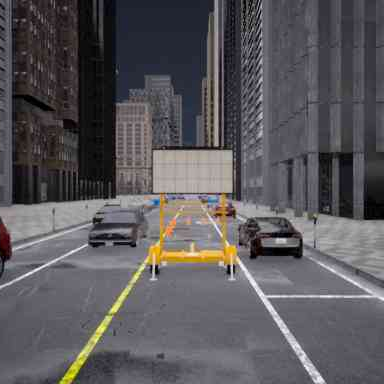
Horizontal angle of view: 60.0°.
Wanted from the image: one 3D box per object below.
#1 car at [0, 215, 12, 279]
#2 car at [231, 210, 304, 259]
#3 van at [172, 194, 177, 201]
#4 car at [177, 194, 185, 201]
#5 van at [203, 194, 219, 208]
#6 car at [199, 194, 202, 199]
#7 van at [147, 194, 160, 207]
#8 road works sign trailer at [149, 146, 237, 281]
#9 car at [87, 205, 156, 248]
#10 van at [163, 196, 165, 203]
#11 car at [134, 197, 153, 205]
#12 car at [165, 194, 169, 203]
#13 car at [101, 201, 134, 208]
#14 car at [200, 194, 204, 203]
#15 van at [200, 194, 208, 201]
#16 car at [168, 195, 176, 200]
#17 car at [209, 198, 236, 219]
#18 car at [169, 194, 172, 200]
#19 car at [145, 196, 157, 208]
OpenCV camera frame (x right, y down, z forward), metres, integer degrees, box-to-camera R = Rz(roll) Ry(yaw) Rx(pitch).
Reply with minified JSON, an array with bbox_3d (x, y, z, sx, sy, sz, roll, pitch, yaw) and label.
[{"bbox_3d":[-5.751,1.315,6.827,2.192,1.841,5.009,0,0,0],"label":"car"},{"bbox_3d":[2.788,1.565,12.453,1.947,1.339,4.313,0,0,0],"label":"car"},{"bbox_3d":[-5.574,1.332,85.798,1.690,1.788,3.998,0,0,0],"label":"van"},{"bbox_3d":[-2.802,1.538,87.896,2.033,1.411,5.357,0,0,0],"label":"car"},{"bbox_3d":[2.863,1.338,46.297,1.690,1.788,3.998,0,0,0],"label":"van"},{"bbox_3d":[2.914,1.576,68.860,1.802,1.307,4.206,0,0,0],"label":"car"},{"bbox_3d":[-5.663,1.338,46.312,1.690,1.788,3.998,0,0,0],"label":"van"},{"bbox_3d":[0.022,0.464,9.845,2.380,3.560,2.880,0,0,0],"label":"road works sign trailer"},{"bbox_3d":[-3.065,1.546,15.017,2.033,1.411,5.357,0,0,0],"label":"car"},{"bbox_3d":[-5.650,1.337,51.953,1.690,1.788,3.998,0,0,0],"label":"van"},{"bbox_3d":[-5.687,1.548,35.031,2.008,1.369,4.403,0,0,0],"label":"car"},{"bbox_3d":[-5.637,1.436,57.593,1.967,1.590,4.097,0,0,0],"label":"car"},{"bbox_3d":[-5.712,1.564,23.749,1.947,1.339,4.313,0,0,0],"label":"car"},{"bbox_3d":[2.901,1.577,63.219,1.802,1.307,4.206,0,0,0],"label":"car"},{"bbox_3d":[2.939,1.333,80.141,1.690,1.788,3.998,0,0,0],"label":"van"},{"bbox_3d":[-5.561,1.535,91.439,1.887,1.381,4.507,0,0,0],"label":"car"},{"bbox_3d":[2.825,1.543,29.375,1.887,1.381,4.507,0,0,0],"label":"car"},{"bbox_3d":[-5.625,1.310,63.235,2.192,1.841,5.009,0,0,0],"label":"car"},{"bbox_3d":[-5.675,1.522,40.501,1.752,1.417,4.829,0,0,0],"label":"car"}]
